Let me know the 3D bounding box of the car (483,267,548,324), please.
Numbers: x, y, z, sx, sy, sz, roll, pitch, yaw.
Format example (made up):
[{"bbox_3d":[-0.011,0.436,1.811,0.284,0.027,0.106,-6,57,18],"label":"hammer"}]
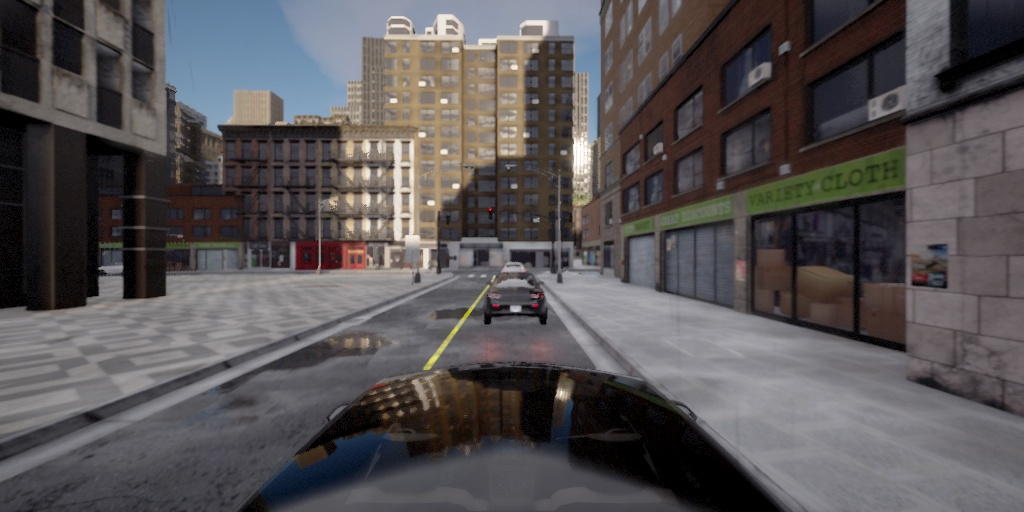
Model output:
[{"bbox_3d":[0.097,1.236,11.700,1.812,1.442,4.674,0,-1,0],"label":"car"}]

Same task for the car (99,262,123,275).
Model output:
[{"bbox_3d":[-43.806,1.405,40.476,4.674,1.442,1.812,0,0,0],"label":"car"}]

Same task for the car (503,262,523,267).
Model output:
[{"bbox_3d":[0.092,1.171,25.603,1.812,1.442,4.674,0,0,-1],"label":"car"}]

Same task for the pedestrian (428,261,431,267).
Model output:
[{"bbox_3d":[-10.157,0.792,43.987,0.375,1.860,0.375,0,1,-1],"label":"pedestrian"}]
